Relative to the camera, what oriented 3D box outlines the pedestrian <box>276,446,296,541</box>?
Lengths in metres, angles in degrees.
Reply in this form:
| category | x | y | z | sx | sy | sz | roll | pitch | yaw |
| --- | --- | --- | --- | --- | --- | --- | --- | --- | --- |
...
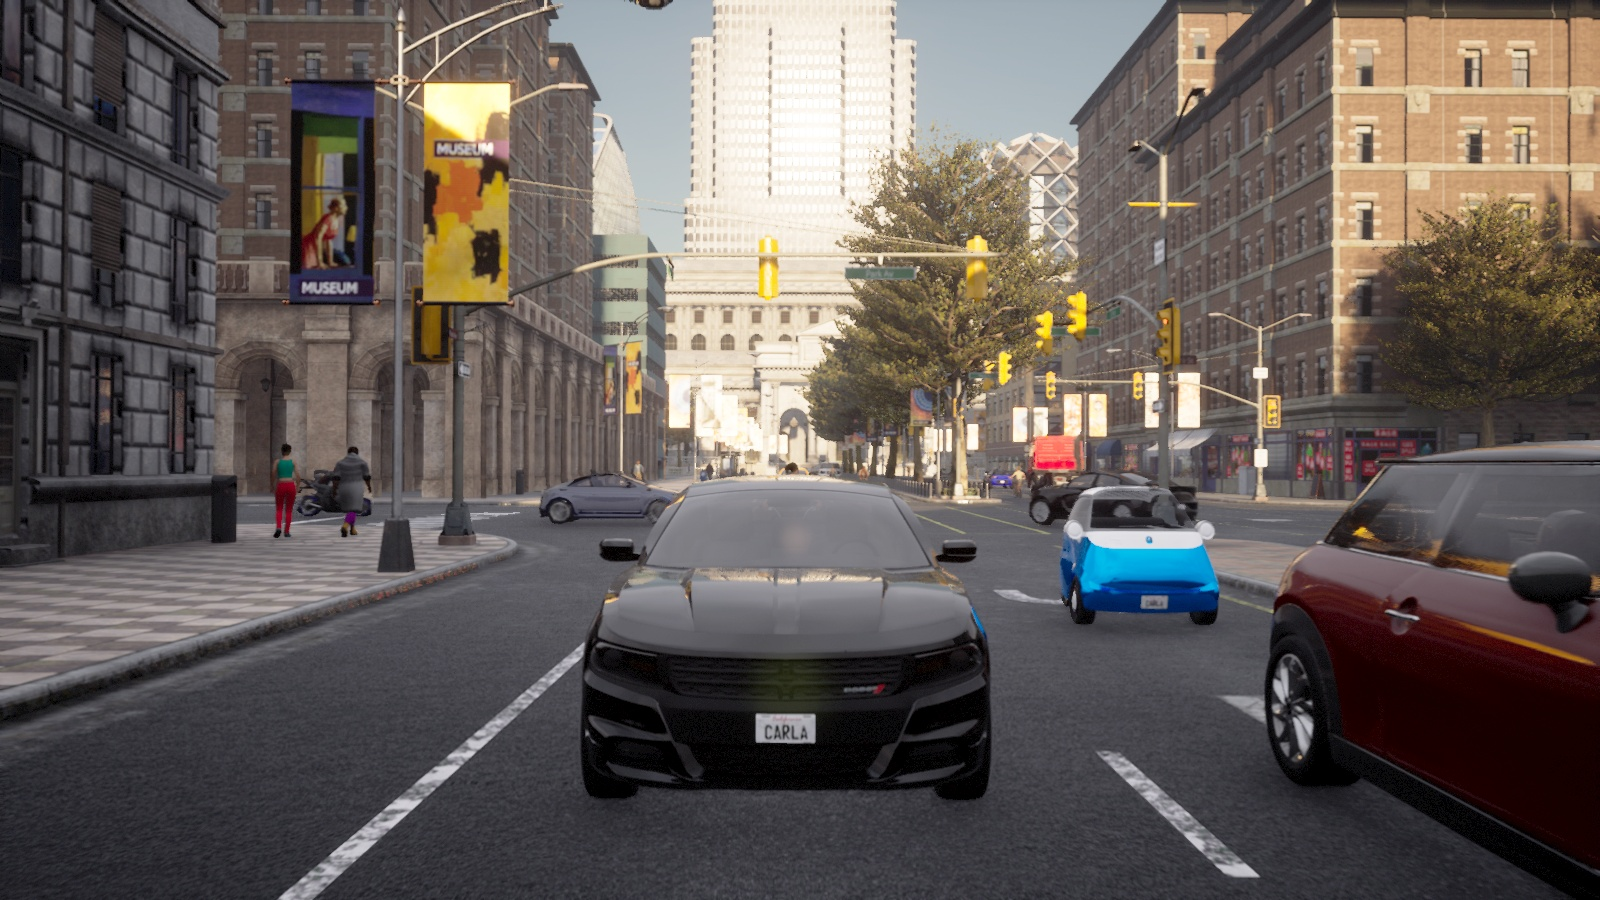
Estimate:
| category | x | y | z | sx | sy | sz | roll | pitch | yaw |
| --- | --- | --- | --- | --- | --- | --- | --- | --- | --- |
| pedestrian | -9.984 | 0.837 | 24.384 | 0.345 | 1.836 | 0.594 | 0 | -1 | -23 |

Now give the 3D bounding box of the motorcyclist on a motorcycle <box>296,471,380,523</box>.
| category | x | y | z | sx | sy | sz | roll | pitch | yaw |
| --- | --- | --- | --- | --- | --- | --- | --- | --- | --- |
| motorcyclist on a motorcycle | -13.874 | 1.412 | 37.745 | 2.191 | 1.530 | 0.866 | 0 | -1 | -1 |

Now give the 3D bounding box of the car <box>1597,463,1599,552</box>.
| category | x | y | z | sx | sy | sz | roll | pitch | yaw |
| --- | --- | --- | --- | --- | --- | --- | --- | --- | --- |
| car | 14.844 | 0.960 | 19.523 | 2.007 | 1.525 | 4.514 | 0 | -1 | 0 |

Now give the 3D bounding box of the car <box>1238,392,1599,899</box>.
| category | x | y | z | sx | sy | sz | roll | pitch | yaw |
| --- | --- | --- | --- | --- | --- | --- | --- | --- | --- |
| car | 3.450 | 0.715 | 4.565 | 2.097 | 1.767 | 4.553 | 0 | -1 | 0 |

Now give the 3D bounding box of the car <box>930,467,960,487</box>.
| category | x | y | z | sx | sy | sz | roll | pitch | yaw |
| --- | --- | --- | --- | --- | --- | --- | --- | --- | --- |
| car | 11.003 | 2.070 | 95.481 | 1.816 | 1.474 | 4.193 | 0 | -1 | 0 |

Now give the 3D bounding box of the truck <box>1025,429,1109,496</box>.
| category | x | y | z | sx | sy | sz | roll | pitch | yaw |
| --- | --- | --- | --- | --- | --- | --- | --- | --- | --- |
| truck | 14.629 | 0.706 | 69.373 | 2.891 | 3.462 | 7.936 | 0 | -1 | 0 |

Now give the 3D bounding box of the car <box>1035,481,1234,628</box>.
| category | x | y | z | sx | sy | sz | roll | pitch | yaw |
| --- | --- | --- | --- | --- | --- | --- | --- | --- | --- |
| car | 3.409 | 1.028 | 13.135 | 1.481 | 1.376 | 2.207 | 0 | -1 | 0 |

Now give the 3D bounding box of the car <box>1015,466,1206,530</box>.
| category | x | y | z | sx | sy | sz | roll | pitch | yaw |
| --- | --- | --- | --- | --- | --- | --- | --- | --- | --- |
| car | 8.017 | 1.199 | 32.901 | 1.882 | 1.535 | 5.008 | 0 | -1 | -31 |

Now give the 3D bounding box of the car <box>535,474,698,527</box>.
| category | x | y | z | sx | sy | sz | roll | pitch | yaw |
| --- | --- | --- | --- | --- | --- | --- | --- | --- | --- |
| car | -4.946 | 1.358 | 34.333 | 4.181 | 1.385 | 1.994 | 0 | -1 | -1 |

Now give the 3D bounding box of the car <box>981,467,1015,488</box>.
| category | x | y | z | sx | sy | sz | roll | pitch | yaw |
| --- | --- | --- | --- | --- | --- | --- | --- | --- | --- |
| car | 14.518 | 2.013 | 92.352 | 1.816 | 1.474 | 4.193 | 0 | -1 | 0 |

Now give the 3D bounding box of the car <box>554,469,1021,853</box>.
| category | x | y | z | sx | sy | sz | roll | pitch | yaw |
| --- | --- | --- | --- | --- | --- | --- | --- | --- | --- |
| car | -0.063 | 0.890 | 7.582 | 1.882 | 1.535 | 5.008 | 0 | -1 | 0 |

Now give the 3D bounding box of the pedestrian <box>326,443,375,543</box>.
| category | x | y | z | sx | sy | sz | roll | pitch | yaw |
| --- | --- | --- | --- | --- | --- | --- | --- | --- | --- |
| pedestrian | -8.865 | 0.838 | 24.801 | 0.659 | 1.952 | 0.873 | 0 | -1 | -1 |
